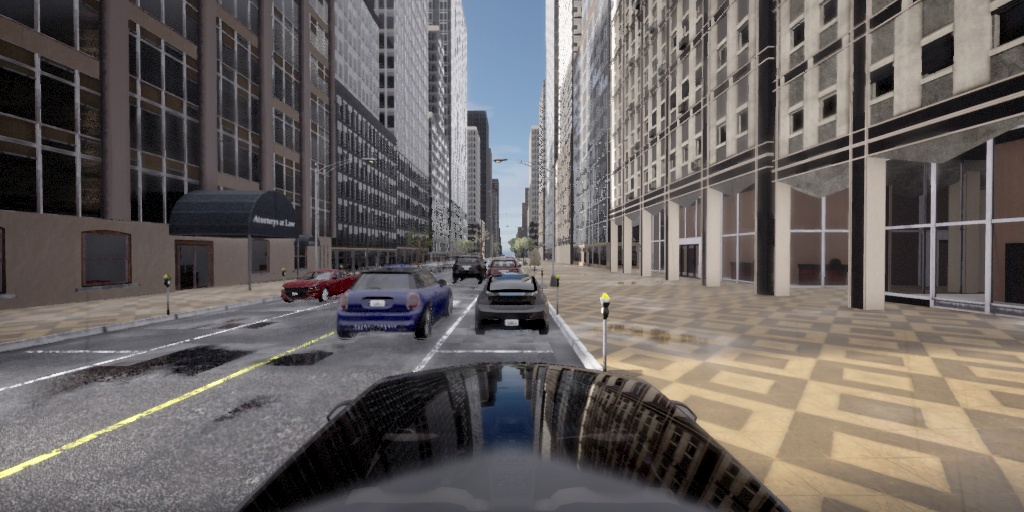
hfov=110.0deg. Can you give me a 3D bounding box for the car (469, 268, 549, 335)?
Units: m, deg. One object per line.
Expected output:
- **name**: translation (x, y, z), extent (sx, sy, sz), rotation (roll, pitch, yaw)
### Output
- **car**: translation (-0.001, 1.252, 10.501), extent (1.837, 1.490, 4.892), rotation (0, 0, 0)

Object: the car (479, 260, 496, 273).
- **car**: translation (-3.047, 1.267, 45.158), extent (1.812, 1.442, 4.674), rotation (0, 0, 0)

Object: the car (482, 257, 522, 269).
- **car**: translation (-0.457, 1.061, 22.523), extent (2.192, 1.841, 5.009), rotation (0, 0, 0)

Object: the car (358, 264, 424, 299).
- **car**: translation (-6.245, 1.224, 19.214), extent (1.882, 1.535, 5.008), rotation (0, 0, 0)

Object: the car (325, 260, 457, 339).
- **car**: translation (-3.048, 1.100, 10.247), extent (2.097, 1.767, 4.553), rotation (0, 0, 0)

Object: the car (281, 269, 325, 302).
- **car**: translation (-8.837, 1.292, 16.839), extent (1.888, 1.381, 4.507), rotation (0, 0, 0)

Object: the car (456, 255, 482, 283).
- **car**: translation (-3.148, 0.967, 27.491), extent (2.150, 2.045, 5.566), rotation (0, 0, 0)
